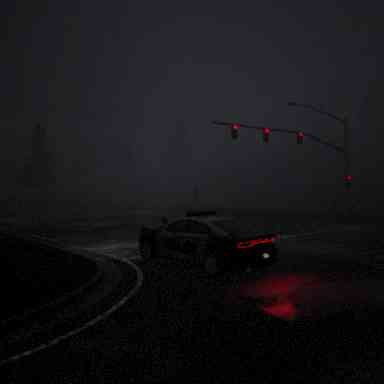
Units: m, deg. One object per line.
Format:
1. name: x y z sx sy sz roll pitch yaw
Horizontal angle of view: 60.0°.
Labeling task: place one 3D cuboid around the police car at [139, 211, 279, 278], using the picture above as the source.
1. police car: 0.186 1.426 10.460 1.930 1.638 5.238 0 0 -42
